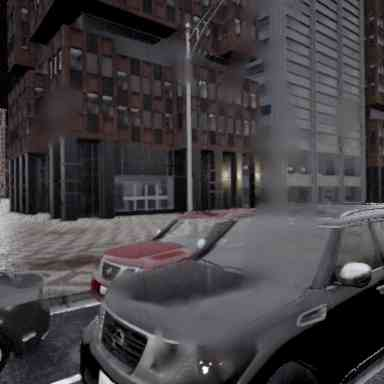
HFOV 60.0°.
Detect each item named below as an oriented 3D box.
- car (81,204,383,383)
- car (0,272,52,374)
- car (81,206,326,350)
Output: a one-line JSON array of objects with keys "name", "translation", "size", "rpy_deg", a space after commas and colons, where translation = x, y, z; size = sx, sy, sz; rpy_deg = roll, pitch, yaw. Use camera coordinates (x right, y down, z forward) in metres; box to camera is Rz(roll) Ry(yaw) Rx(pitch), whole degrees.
[{"name": "car", "translation": [1.474, 1.226, 4.435], "size": [5.566, 2.045, 2.150], "rpy_deg": [0, 0, -38]}, {"name": "car", "translation": [-3.945, 1.602, 3.697], "size": [4.403, 1.369, 2.008], "rpy_deg": [0, 0, -38]}, {"name": "car", "translation": [0.494, 1.335, 7.175], "size": [5.009, 1.841, 2.192], "rpy_deg": [0, 0, -38]}]
